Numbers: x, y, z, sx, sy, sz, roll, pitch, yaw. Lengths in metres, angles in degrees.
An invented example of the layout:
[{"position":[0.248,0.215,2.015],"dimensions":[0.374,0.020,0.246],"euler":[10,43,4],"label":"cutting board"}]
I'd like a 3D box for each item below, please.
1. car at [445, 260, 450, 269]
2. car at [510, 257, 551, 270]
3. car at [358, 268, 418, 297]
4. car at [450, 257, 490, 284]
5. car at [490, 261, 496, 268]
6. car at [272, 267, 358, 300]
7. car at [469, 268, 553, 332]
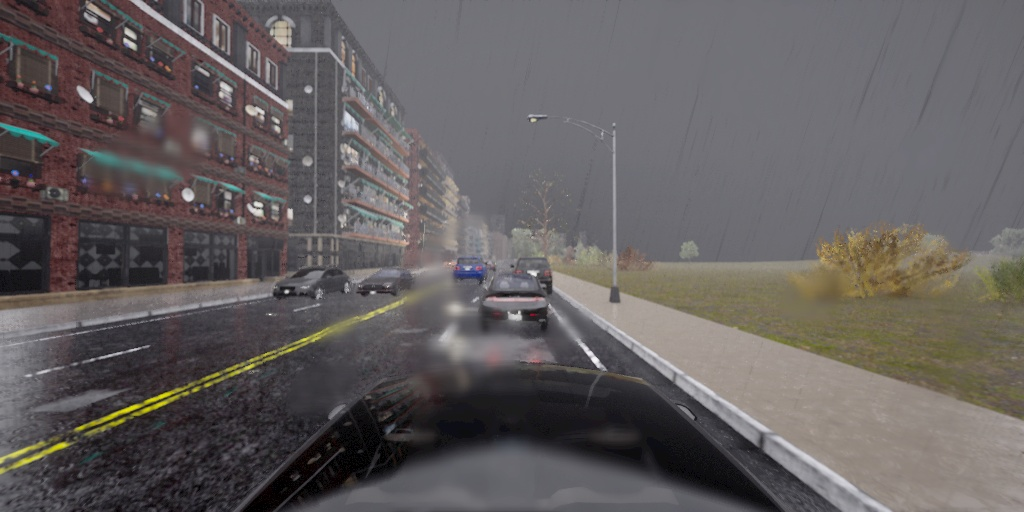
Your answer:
[{"position":[-9.982,1.351,61.157],"dimensions":[2.097,1.767,4.553],"euler":[0,0,0],"label":"car"},{"position":[1.087,1.057,20.913],"dimensions":[2.150,2.045,5.566],"euler":[0,0,0],"label":"car"},{"position":[-6.649,1.375,19.796],"dimensions":[2.033,1.411,5.357],"euler":[0,0,0],"label":"car"},{"position":[-3.222,1.085,28.644],"dimensions":[2.150,2.045,5.566],"euler":[0,0,0],"label":"car"},{"position":[-3.286,1.487,51.676],"dimensions":[1.812,1.442,4.674],"euler":[0,-1,0],"label":"car"},{"position":[-9.893,1.326,18.164],"dimensions":[1.837,1.490,4.892],"euler":[0,0,0],"label":"car"},{"position":[0.078,1.282,11.039],"dimensions":[2.128,1.511,4.902],"euler":[0,0,0],"label":"car"}]
